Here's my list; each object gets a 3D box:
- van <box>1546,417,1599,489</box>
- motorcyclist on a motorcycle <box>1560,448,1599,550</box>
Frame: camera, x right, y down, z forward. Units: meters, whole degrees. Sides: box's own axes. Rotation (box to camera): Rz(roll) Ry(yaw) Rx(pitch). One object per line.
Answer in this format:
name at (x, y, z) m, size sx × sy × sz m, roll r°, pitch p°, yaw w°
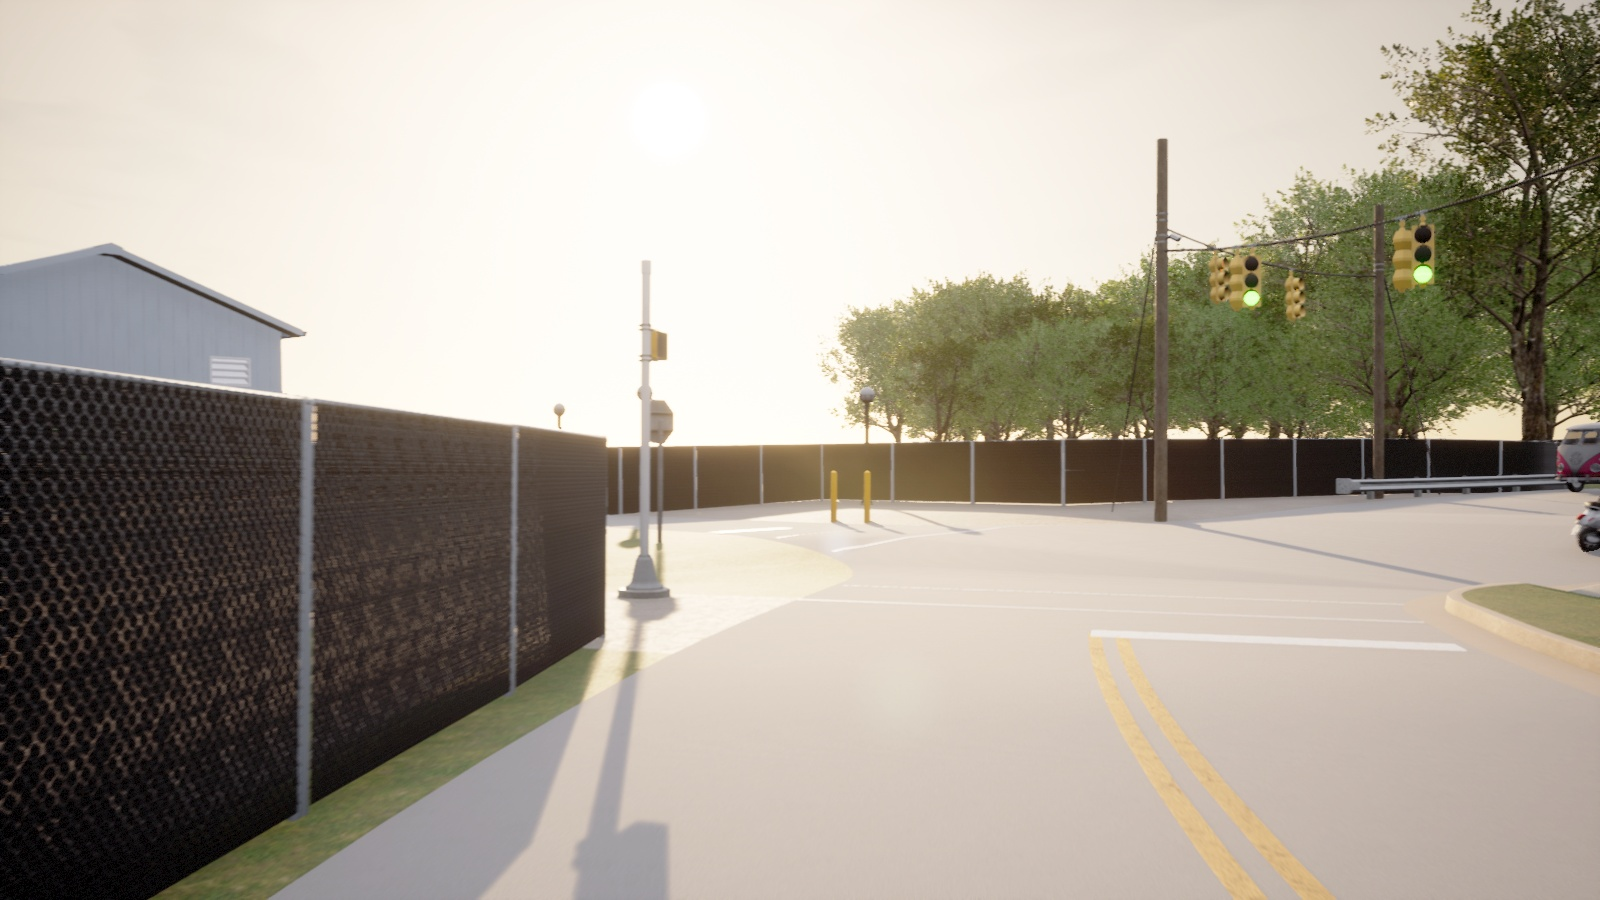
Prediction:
van at (23.850, 0.010, 36.059) m, size 4.442 × 1.987 × 1.775 m, roll -2°, pitch 0°, yaw -22°
motorcyclist on a motorcycle at (13.920, 0.780, 21.050) m, size 1.817 × 1.590 × 0.866 m, roll -3°, pitch 4°, yaw 3°
